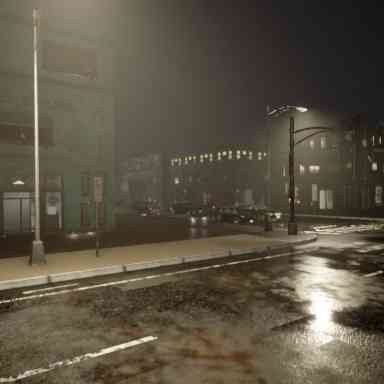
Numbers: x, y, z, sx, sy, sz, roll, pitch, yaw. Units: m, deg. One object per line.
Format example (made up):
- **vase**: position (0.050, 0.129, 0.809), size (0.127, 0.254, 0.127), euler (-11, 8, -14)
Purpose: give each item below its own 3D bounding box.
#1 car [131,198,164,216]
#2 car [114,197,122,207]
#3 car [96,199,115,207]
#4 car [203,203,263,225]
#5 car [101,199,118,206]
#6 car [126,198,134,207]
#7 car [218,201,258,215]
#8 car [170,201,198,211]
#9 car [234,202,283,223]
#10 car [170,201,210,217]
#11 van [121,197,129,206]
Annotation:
- **car**: position (-4.814, 1.845, 37.704), size (1.967, 1.590, 4.097), euler (-1, 0, -35)
- **car**: position (-14.046, 1.939, 65.110), size (2.192, 1.841, 5.009), euler (-1, 0, -35)
- **car**: position (-16.769, 2.164, 64.491), size (1.837, 1.490, 4.892), euler (-1, -1, -36)
- **car**: position (3.139, 1.814, 26.330), size (1.947, 1.339, 4.313), euler (-2, 0, -35)
- **car**: position (-17.251, 2.227, 69.619), size (1.887, 1.381, 4.507), euler (-1, 0, -35)
- **car**: position (-6.673, 1.982, 44.826), size (1.812, 1.442, 4.674), euler (-1, 0, -35)
- **car**: position (5.224, 1.809, 38.058), size (2.008, 1.369, 4.403), euler (-2, 0, -35)
- **car**: position (-1.196, 1.965, 47.075), size (1.802, 1.307, 4.206), euler (-2, 0, -35)
- **car**: position (5.304, 1.713, 27.965), size (2.128, 1.511, 4.902), euler (-1, 0, -36)
- **car**: position (-0.526, 1.843, 36.168), size (1.837, 1.490, 4.892), euler (-1, -1, -36)
- **van**: position (-10.834, 1.906, 60.601), size (1.690, 1.788, 3.998), euler (-1, 0, -35)
